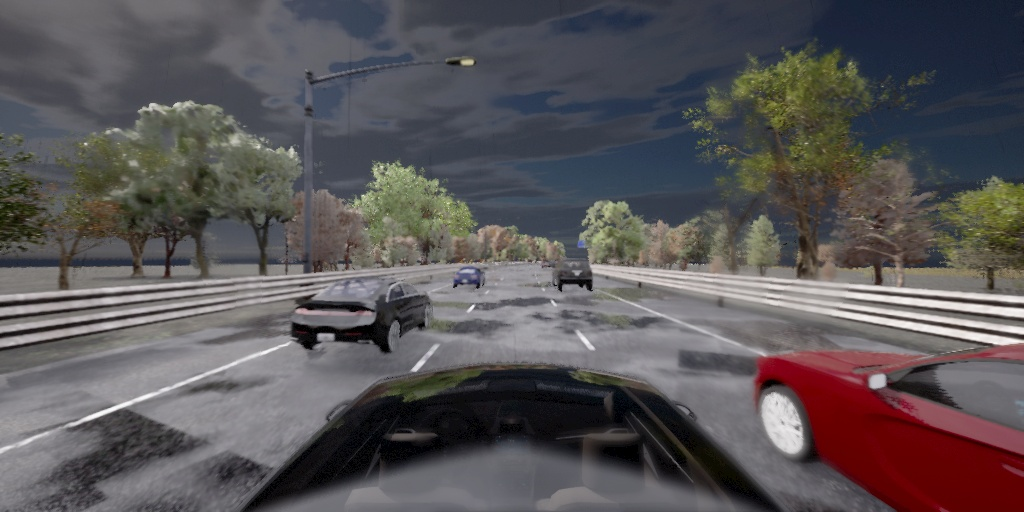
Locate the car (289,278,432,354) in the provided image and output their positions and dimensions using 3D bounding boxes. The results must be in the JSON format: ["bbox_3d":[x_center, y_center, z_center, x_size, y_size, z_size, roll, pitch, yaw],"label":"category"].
[{"bbox_3d":[-3.331,1.279,8.902,2.128,1.511,4.902,2,0,1],"label":"car"}]

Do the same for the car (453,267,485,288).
[{"bbox_3d":[-3.011,1.497,25.716,1.812,1.442,4.674,0,-1,2],"label":"car"}]

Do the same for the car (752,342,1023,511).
[{"bbox_3d":[3.611,1.235,1.976,1.882,1.535,5.008,0,-1,0],"label":"car"}]

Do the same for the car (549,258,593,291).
[{"bbox_3d":[3.934,1.186,23.941,2.150,2.045,5.566,0,-1,2],"label":"car"}]
